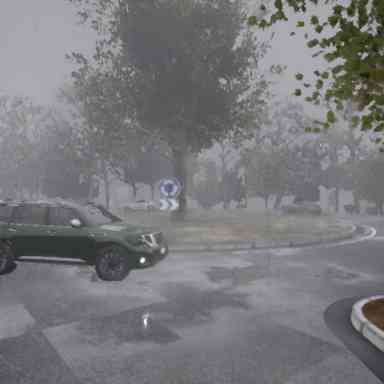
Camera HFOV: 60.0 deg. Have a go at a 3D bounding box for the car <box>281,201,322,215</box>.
[{"bbox_3d":[11.475,1.637,35.071,1.994,1.385,4.181,0,0,-34],"label":"car"}]

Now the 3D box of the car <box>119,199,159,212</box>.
[{"bbox_3d":[-6.519,1.609,40.822,4.674,1.442,1.812,0,-1,-14],"label":"car"}]

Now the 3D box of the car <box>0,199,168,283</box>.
[{"bbox_3d":[-3.521,1.240,9.633,5.566,2.045,2.150,0,1,11],"label":"car"}]
